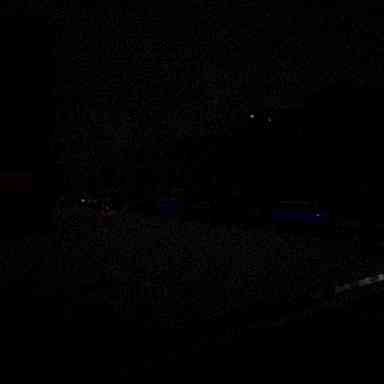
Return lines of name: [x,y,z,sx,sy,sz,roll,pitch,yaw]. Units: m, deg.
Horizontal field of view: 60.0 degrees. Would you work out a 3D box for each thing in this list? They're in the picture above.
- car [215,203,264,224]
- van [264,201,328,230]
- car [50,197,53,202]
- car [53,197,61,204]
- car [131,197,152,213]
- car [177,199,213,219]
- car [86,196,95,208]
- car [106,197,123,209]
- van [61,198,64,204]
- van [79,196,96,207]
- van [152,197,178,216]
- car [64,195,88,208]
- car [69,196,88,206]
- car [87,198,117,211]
car: [3.985,1.634,27.153,1.967,1.590,4.097,0,0,-36]
van: [7.167,1.520,22.698,1.690,1.788,3.998,0,0,-36]
car: [-34.193,1.843,80.629,1.967,1.590,4.097,0,0,-36]
car: [-27.929,1.894,71.854,1.752,1.417,4.829,0,0,-36]
car: [-5.559,1.559,40.520,2.192,1.841,5.009,0,0,-36]
car: [0.804,1.650,31.609,1.967,1.590,4.097,0,0,-36]
car: [-15.104,1.848,53.890,2.008,1.369,4.403,0,0,-36]
car: [-11.922,1.594,49.435,2.192,1.841,5.009,0,0,-36]
van: [-24.648,1.691,67.260,1.690,1.788,3.998,0,0,-36]
van: [-18.285,1.656,58.347,1.690,1.788,3.998,0,0,-36]
van: [-2.378,1.567,36.066,1.690,1.788,3.998,0,0,-36]
car: [-18.503,1.503,54.120,2.150,2.045,5.566,1,-1,-36]
car: [-21.466,1.647,62.804,2.192,1.841,5.009,0,0,-36]
car: [-12.457,1.849,45.731,1.895,1.301,4.718,1,-1,-35]
